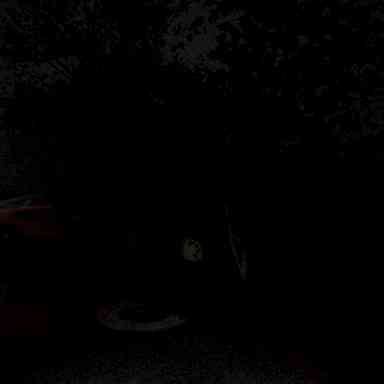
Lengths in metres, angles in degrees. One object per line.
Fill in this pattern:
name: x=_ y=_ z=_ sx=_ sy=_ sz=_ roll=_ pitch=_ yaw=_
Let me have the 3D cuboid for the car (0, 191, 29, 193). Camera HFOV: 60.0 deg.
car: x=-12.314 y=0.924 z=24.584 sx=5.366 sy=1.575 sz=1.946 roll=1 pitch=2 yaw=-30

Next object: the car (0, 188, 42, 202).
car: x=-20.337 y=0.336 z=39.122 sx=4.792 sy=1.488 sz=2.163 roll=1 pitch=1 yaw=-30

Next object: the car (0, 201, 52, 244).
car: x=-6.745 y=1.355 z=15.156 sx=5.008 sy=1.535 sz=2.097 roll=1 pitch=2 yaw=-30

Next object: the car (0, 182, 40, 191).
car: x=-14.857 y=0.465 z=29.495 sx=5.566 sy=2.045 sz=2.435 roll=1 pitch=2 yaw=-30

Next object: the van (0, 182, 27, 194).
van: x=-34.006 y=-0.764 z=63.334 sx=4.442 sy=1.987 sz=1.878 roll=1 pitch=1 yaw=-30

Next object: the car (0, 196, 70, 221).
car: x=-10.789 y=1.078 z=22.269 sx=4.674 sy=1.452 sz=2.002 roll=1 pitch=2 yaw=-30

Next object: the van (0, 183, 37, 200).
van: x=-21.809 y=-0.010 z=41.439 sx=4.442 sy=1.987 sz=1.878 roll=1 pitch=1 yaw=-30

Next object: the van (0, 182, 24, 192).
van: x=-39.483 y=-1.097 z=72.960 sx=4.442 sy=1.987 sz=1.878 roll=1 pitch=1 yaw=-30

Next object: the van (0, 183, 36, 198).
van: x=-24.360 y=-0.177 z=46.377 sx=4.442 sy=1.987 sz=1.878 roll=1 pitch=1 yaw=-30

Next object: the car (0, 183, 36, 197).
car: x=-27.223 y=-0.371 z=51.118 sx=5.566 sy=2.045 sz=2.435 roll=1 pitch=1 yaw=-30

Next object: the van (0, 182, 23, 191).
van: x=-40.791 y=-1.177 z=75.258 sx=4.442 sy=1.987 sz=1.878 roll=1 pitch=1 yaw=-30

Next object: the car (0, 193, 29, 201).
car: x=-8.078 y=1.122 z=17.578 sx=4.553 sy=1.767 sz=2.185 roll=1 pitch=2 yaw=-30

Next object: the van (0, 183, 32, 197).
van: x=-25.932 y=-0.264 z=48.669 sx=4.442 sy=1.987 sz=1.878 roll=1 pitch=1 yaw=-30

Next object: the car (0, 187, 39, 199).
car: x=-23.094 y=0.130 z=43.920 sx=5.008 sy=1.535 sz=2.097 roll=1 pitch=1 yaw=-30

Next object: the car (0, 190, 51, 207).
car: x=-16.284 y=0.637 z=31.880 sx=4.792 sy=1.488 sz=2.163 roll=1 pitch=2 yaw=-30

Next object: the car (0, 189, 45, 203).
car: x=-19.033 y=0.427 z=36.829 sx=4.792 sy=1.488 sz=2.163 roll=1 pitch=2 yaw=-30

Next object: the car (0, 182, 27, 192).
car: x=-38.239 y=-1.042 z=70.481 sx=5.566 sy=2.045 sz=2.435 roll=1 pitch=1 yaw=-30
